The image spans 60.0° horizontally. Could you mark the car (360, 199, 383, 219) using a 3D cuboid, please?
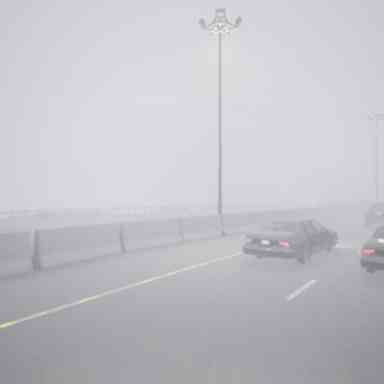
[{"bbox_3d":[14.685,1.566,24.984,2.097,1.767,4.553,0,-1,44],"label":"car"}]

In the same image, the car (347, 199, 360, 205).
[{"bbox_3d":[28.725,1.951,55.704,5.008,1.535,1.882,0,-1,-35],"label":"car"}]

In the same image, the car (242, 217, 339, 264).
[{"bbox_3d":[3.858,1.652,12.428,2.033,1.411,5.357,0,-1,38],"label":"car"}]

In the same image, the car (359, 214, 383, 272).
[{"bbox_3d":[6.673,1.638,10.348,2.033,1.411,5.357,0,-1,38],"label":"car"}]

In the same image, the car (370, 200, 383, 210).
[{"bbox_3d":[30.093,1.974,52.380,4.674,1.442,1.812,0,-1,-35],"label":"car"}]

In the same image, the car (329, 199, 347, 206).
[{"bbox_3d":[26.950,1.973,58.697,5.008,1.535,1.882,0,-1,-35],"label":"car"}]

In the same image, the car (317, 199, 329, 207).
[{"bbox_3d":[25.145,1.995,61.721,5.008,1.535,1.882,0,-1,-35],"label":"car"}]
